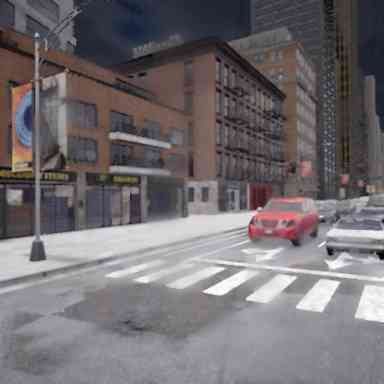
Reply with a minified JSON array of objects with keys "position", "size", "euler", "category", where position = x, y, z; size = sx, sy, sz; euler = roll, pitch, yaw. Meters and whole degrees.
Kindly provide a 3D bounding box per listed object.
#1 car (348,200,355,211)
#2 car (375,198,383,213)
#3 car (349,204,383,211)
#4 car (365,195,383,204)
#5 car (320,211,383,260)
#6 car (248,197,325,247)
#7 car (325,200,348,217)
[{"position":[15.152,1.597,33.069],"size":[1.837,1.490,4.892],"euler":[-1,0,32],"category":"car"},{"position":[22.268,1.538,38.281],"size":[1.882,1.535,5.008],"euler":[-1,0,32],"category":"car"},{"position":[11.284,1.641,20.665],"size":[1.895,1.301,4.718],"euler":[-1,0,32],"category":"car"},{"position":[16.700,1.272,29.407],"size":[2.150,2.045,5.566],"euler":[-1,0,32],"category":"car"},{"position":[6.480,1.633,12.864],"size":[1.895,1.301,4.718],"euler":[-1,0,31],"category":"car"},{"position":[4.622,1.295,16.081],"size":[2.150,2.045,5.566],"euler":[-1,0,32],"category":"car"},{"position":[9.766,1.574,24.391],"size":[2.128,1.511,4.902],"euler":[-1,0,32],"category":"car"}]
